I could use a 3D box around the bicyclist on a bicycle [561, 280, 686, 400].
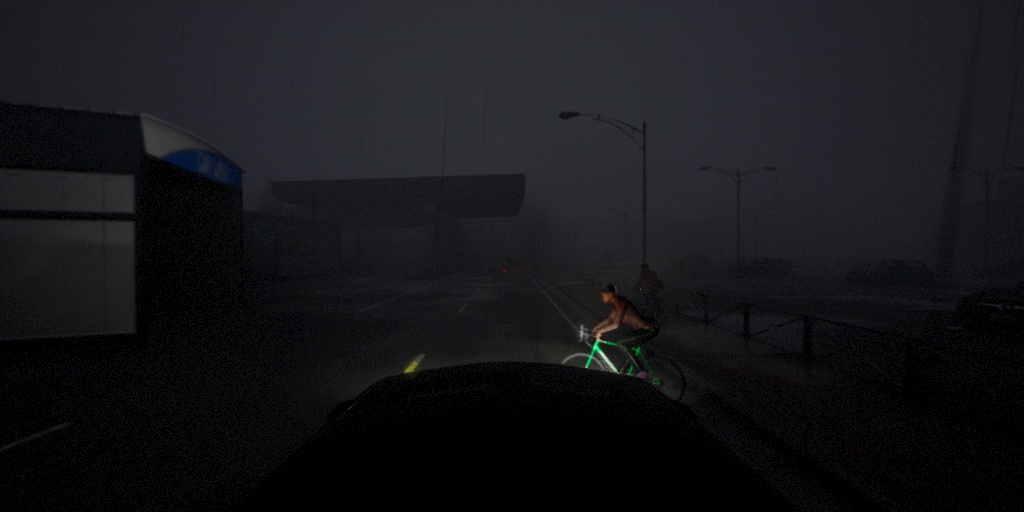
[{"bbox_3d":[1.423,1.182,4.740,1.656,1.620,0.582,0,0,12],"label":"bicyclist on a bicycle"}]

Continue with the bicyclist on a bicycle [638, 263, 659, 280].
[{"bbox_3d":[3.431,0.999,9.012,1.656,1.620,0.582,0,0,-34],"label":"bicyclist on a bicycle"}]

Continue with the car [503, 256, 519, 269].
[{"bbox_3d":[-0.170,0.795,48.425,2.097,1.767,4.553,0,0,0],"label":"car"}]
